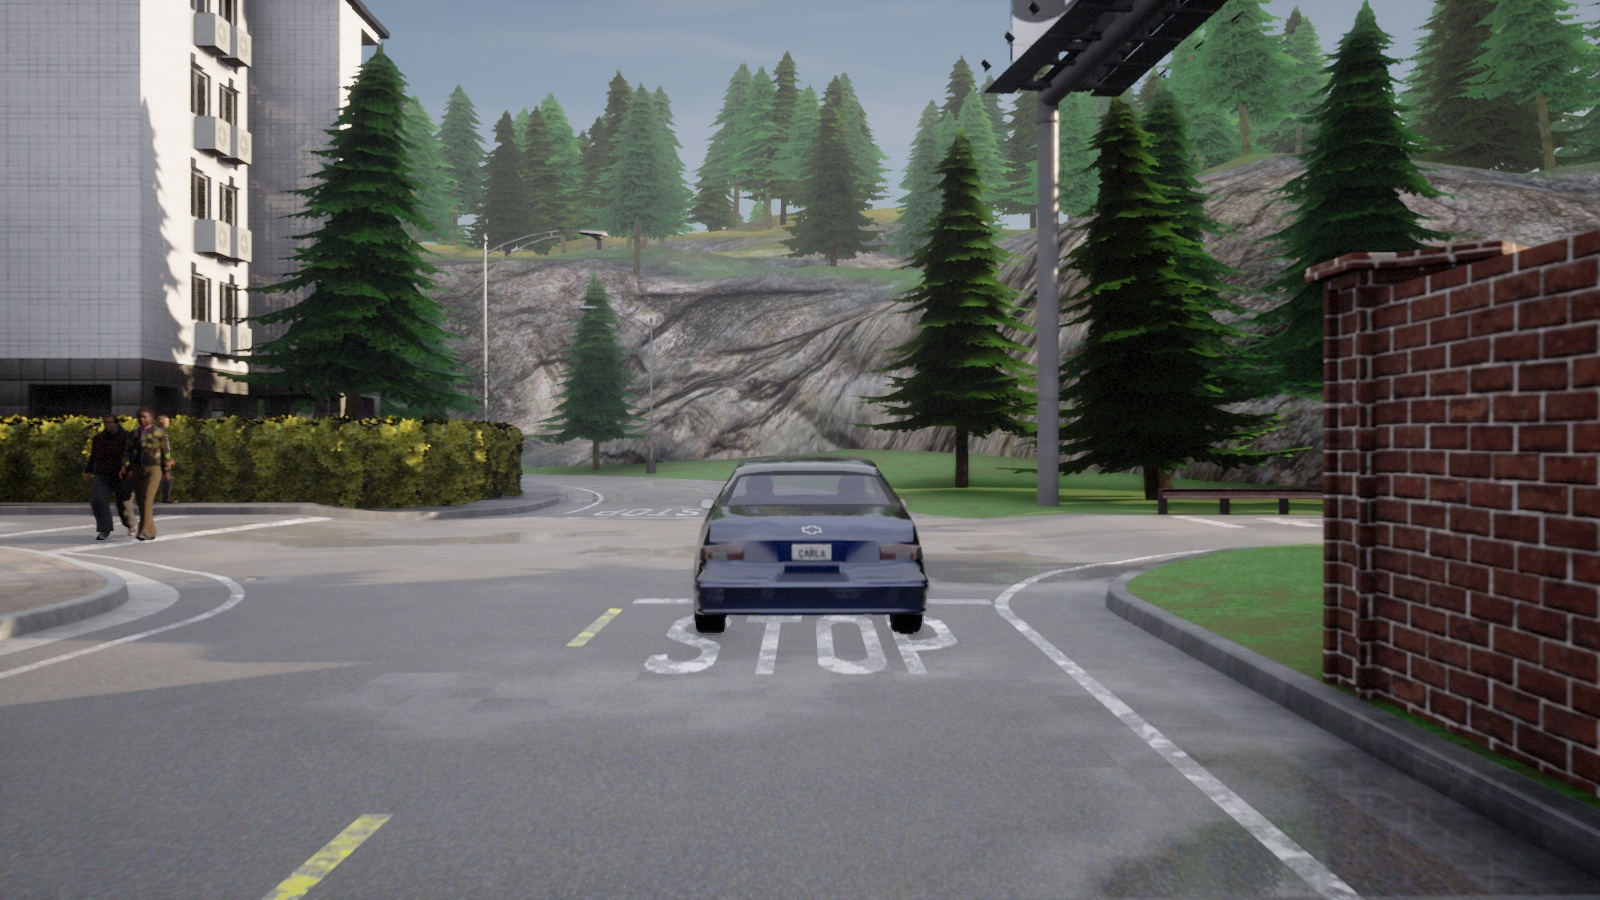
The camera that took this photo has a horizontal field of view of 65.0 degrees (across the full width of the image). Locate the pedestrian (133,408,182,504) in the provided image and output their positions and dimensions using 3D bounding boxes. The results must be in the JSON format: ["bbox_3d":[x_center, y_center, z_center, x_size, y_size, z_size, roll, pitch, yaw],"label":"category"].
[{"bbox_3d":[-12.506,0.121,24.459,0.694,1.848,0.540,0,0,-7],"label":"pedestrian"}]

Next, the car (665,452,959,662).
[{"bbox_3d":[0.040,0.747,11.377,2.033,1.411,5.357,0,0,-1],"label":"car"}]

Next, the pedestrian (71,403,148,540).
[{"bbox_3d":[-9.542,0.291,17.375,0.634,1.844,0.899,0,0,-6],"label":"pedestrian"}]

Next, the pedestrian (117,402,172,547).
[{"bbox_3d":[-8.878,0.322,17.020,0.395,1.930,0.692,0,0,-1],"label":"pedestrian"}]
